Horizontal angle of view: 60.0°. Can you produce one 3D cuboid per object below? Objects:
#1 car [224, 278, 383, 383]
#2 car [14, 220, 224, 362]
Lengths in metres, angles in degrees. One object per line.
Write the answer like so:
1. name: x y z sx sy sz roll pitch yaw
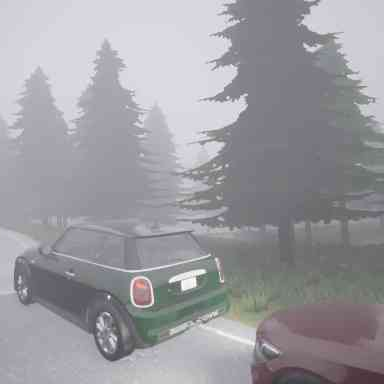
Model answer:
1. car: 2.754 1.531 2.592 4.674 1.442 1.812 1 0 36
2. car: -1.575 1.308 6.213 4.553 1.767 2.097 1 1 44
